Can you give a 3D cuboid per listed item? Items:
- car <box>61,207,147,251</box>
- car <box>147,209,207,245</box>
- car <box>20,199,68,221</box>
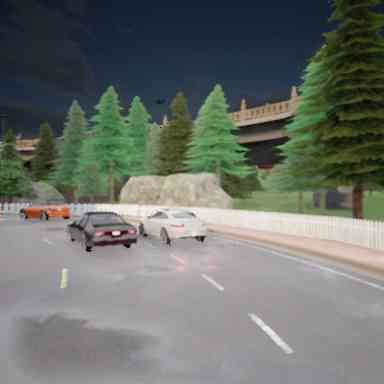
[{"bbox_3d":[-4.003,1.548,14.239,2.033,1.411,5.357,-1,0,-30],"label":"car"},{"bbox_3d":[-0.956,1.491,15.411,1.812,1.442,4.674,-1,0,-27],"label":"car"},{"bbox_3d":[-12.257,1.405,27.619,4.553,1.767,2.097,0,0,35],"label":"car"}]
